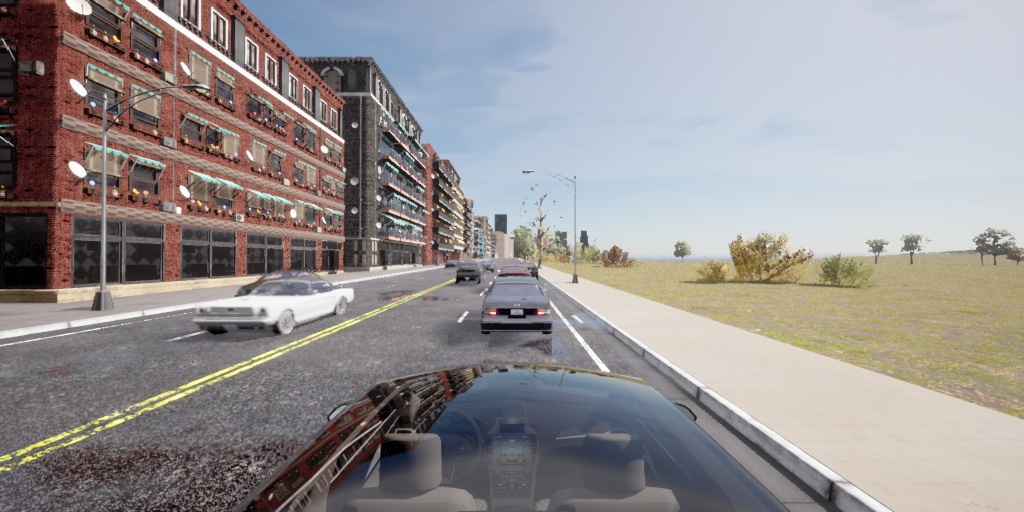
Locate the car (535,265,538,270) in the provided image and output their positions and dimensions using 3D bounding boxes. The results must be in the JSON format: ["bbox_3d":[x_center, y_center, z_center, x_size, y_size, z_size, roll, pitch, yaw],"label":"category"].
[{"bbox_3d":[1.200,1.232,30.517,1.882,1.535,5.008,0,0,0],"label":"car"}]

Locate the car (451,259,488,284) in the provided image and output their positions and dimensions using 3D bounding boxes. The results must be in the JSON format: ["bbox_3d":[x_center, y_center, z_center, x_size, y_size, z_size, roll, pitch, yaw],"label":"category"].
[{"bbox_3d":[-3.096,1.260,27.183,1.837,1.490,4.892,0,1,0],"label":"car"}]

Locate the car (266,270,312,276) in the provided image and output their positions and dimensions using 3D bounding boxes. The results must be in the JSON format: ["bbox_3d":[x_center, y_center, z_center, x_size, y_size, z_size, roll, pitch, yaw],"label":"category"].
[{"bbox_3d":[-9.820,1.316,15.720,1.994,1.385,4.181,0,0,0],"label":"car"}]

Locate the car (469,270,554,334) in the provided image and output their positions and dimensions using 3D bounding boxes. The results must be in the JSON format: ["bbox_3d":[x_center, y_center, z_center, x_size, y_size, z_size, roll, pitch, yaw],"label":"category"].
[{"bbox_3d":[0.118,1.299,10.540,2.033,1.411,5.357,0,0,0],"label":"car"}]

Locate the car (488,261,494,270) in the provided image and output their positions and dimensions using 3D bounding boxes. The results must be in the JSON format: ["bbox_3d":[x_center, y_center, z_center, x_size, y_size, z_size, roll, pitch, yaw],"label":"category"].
[{"bbox_3d":[-3.055,1.301,44.662,2.033,1.411,5.357,0,0,0],"label":"car"}]

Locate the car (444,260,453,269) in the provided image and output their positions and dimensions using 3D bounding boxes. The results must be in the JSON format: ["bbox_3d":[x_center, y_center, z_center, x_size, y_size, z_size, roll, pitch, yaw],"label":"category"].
[{"bbox_3d":[-9.710,1.300,58.669,2.033,1.411,5.357,0,0,0],"label":"car"}]

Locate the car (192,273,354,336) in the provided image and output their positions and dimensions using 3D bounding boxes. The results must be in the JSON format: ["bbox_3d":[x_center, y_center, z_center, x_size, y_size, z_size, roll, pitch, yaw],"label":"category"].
[{"bbox_3d":[-6.582,1.352,10.593,1.895,1.301,4.718,0,0,0],"label":"car"}]

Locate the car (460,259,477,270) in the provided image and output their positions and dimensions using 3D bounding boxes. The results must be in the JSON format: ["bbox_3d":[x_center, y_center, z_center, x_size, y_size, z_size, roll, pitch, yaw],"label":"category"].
[{"bbox_3d":[-6.479,1.230,53.848,1.882,1.535,5.008,0,0,0],"label":"car"}]

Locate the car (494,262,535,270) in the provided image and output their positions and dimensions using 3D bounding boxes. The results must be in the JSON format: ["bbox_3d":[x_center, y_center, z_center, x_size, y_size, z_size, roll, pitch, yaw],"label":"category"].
[{"bbox_3d":[0.144,1.231,21.079,1.882,1.535,5.008,0,0,0],"label":"car"}]
